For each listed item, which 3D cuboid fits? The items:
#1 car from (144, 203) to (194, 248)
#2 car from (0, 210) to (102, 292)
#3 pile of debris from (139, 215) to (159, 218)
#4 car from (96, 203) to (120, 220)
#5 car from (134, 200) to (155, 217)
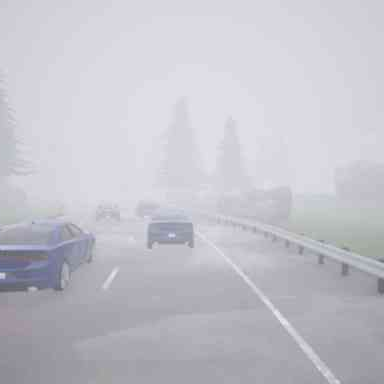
[{"bbox_3d":[-1.070,1.474,14.915,1.882,1.535,5.008,0,0,-7],"label":"car"},{"bbox_3d":[-3.940,1.486,8.937,1.882,1.535,5.008,0,0,-5],"label":"car"},{"bbox_3d":[-3.813,2.174,29.486,1.500,0.140,1.860,0,0,-14],"label":"pile of debris"},{"bbox_3d":[-7.072,1.610,28.055,1.895,1.301,4.718,0,0,-14],"label":"car"},{"bbox_3d":[-4.304,1.477,31.176,1.882,1.535,5.008,0,0,-15],"label":"car"}]
